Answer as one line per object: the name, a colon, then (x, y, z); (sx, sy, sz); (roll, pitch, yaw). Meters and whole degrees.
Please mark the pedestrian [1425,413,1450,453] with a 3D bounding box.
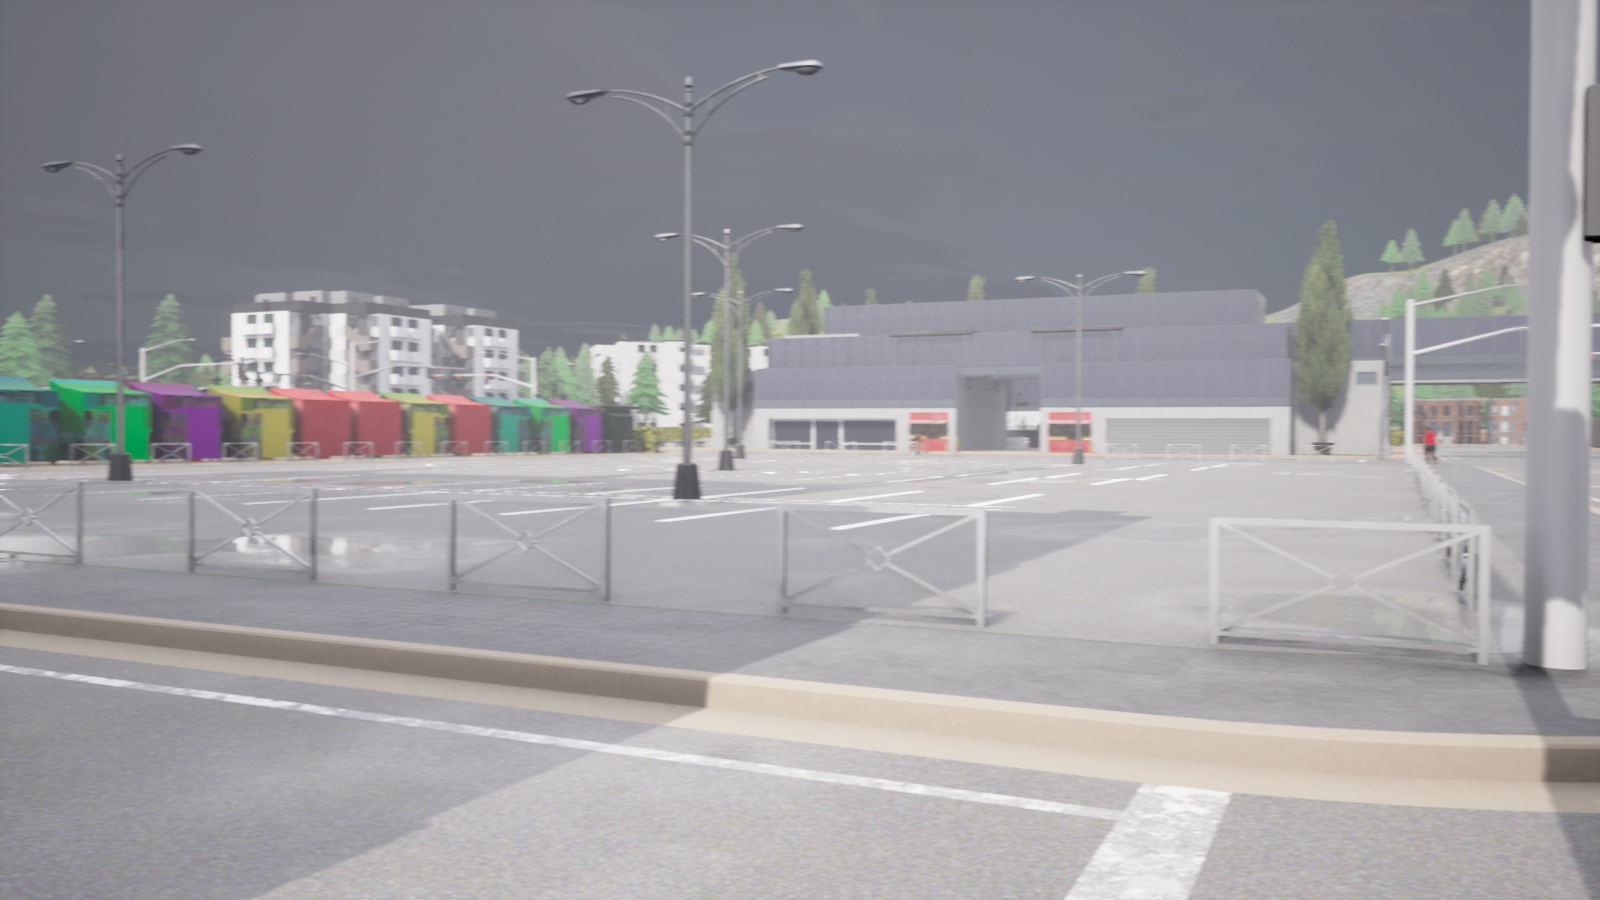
pedestrian: (30.228, -0.802, 59.526); (0.634, 1.844, 0.899); (-1, 1, -8)
